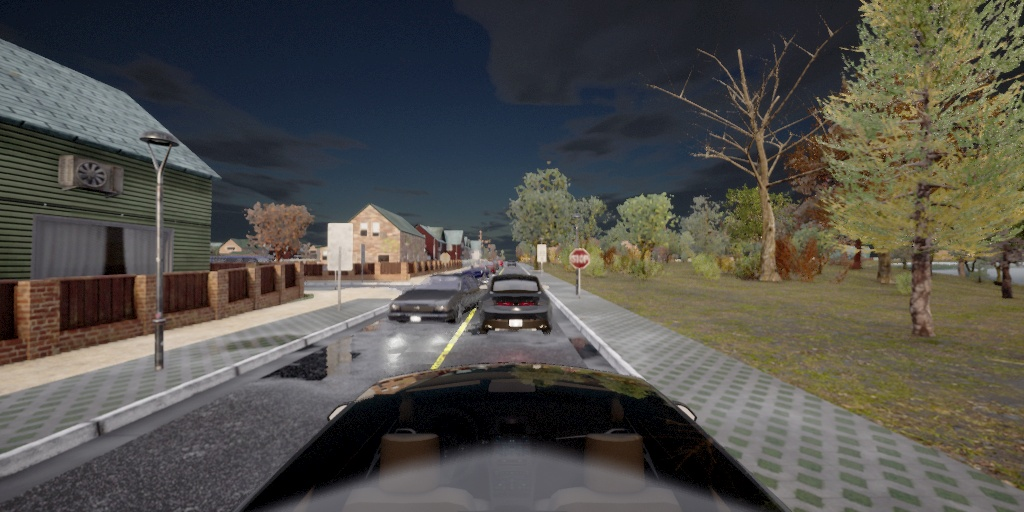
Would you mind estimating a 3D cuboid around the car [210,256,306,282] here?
[{"bbox_3d":[-15.958,1.023,22.328,5.566,2.045,2.150,0,-2,2],"label":"car"}]

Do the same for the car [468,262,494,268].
[{"bbox_3d":[-3.142,1.438,32.690,1.895,1.301,4.718,0,0,4],"label":"car"}]

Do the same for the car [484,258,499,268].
[{"bbox_3d":[-2.882,1.354,42.708,1.882,1.535,5.008,0,0,0],"label":"car"}]

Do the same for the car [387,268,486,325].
[{"bbox_3d":[-2.188,1.321,12.306,2.033,1.411,5.357,0,0,9],"label":"car"}]

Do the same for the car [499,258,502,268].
[{"bbox_3d":[-2.888,1.434,54.409,1.837,1.490,4.892,0,0,0],"label":"car"}]

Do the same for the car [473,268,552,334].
[{"bbox_3d":[0.083,1.275,10.621,1.837,1.490,4.892,0,0,0],"label":"car"}]
